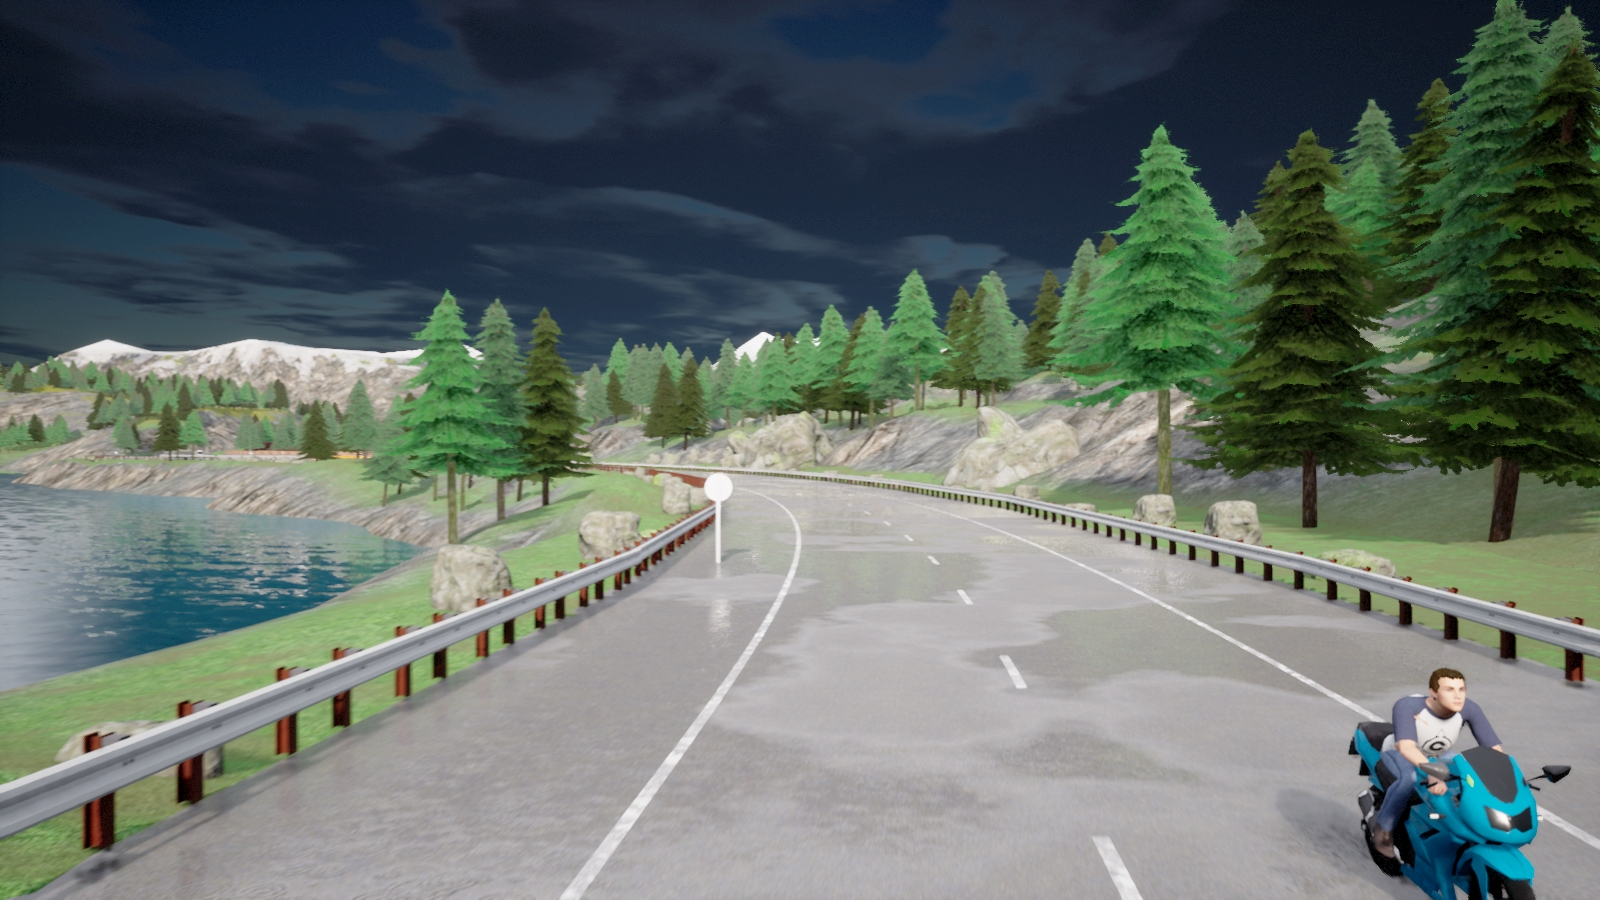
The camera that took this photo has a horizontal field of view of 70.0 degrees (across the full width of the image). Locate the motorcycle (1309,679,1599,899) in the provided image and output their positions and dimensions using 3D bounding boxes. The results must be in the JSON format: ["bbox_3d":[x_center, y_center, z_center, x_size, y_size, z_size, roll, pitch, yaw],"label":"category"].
[{"bbox_3d":[3.817,2.178,6.790,0.803,1.217,2.033,0,0,4],"label":"motorcycle"}]
